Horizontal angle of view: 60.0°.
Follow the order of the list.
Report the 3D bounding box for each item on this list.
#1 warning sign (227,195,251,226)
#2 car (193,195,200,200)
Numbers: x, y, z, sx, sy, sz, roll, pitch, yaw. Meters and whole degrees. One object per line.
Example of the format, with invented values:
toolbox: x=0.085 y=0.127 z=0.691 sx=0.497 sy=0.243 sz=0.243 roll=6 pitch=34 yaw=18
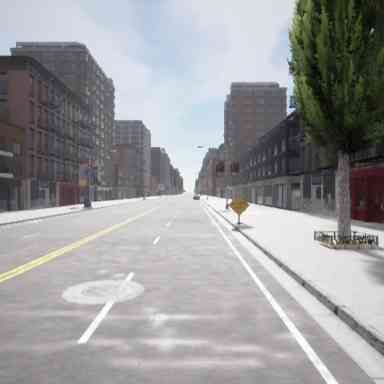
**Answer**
warning sign: x=2.860 y=1.092 z=20.235 sx=1.300 sy=1.860 sz=1.060 roll=0 pitch=0 yaw=0
car: x=1.205 y=1.599 z=90.231 sx=1.837 sy=1.490 sz=4.892 roll=0 pitch=0 yaw=0
